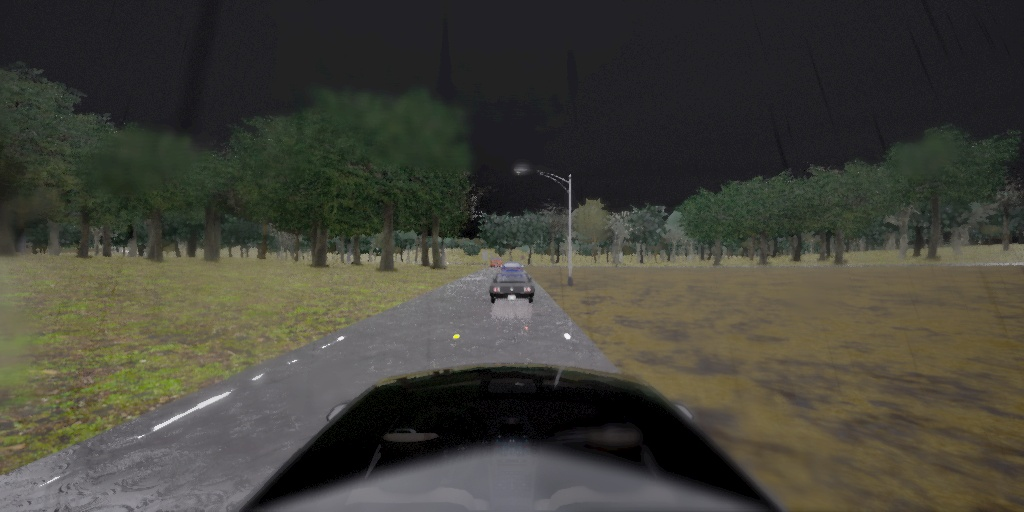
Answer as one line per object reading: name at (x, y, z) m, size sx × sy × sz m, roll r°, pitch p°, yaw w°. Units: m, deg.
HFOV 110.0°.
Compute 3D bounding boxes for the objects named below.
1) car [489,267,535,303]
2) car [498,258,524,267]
car at (0.000, 1.362, 16.532) m, size 1.895 × 1.301 × 4.718 m, roll 0°, pitch 0°, yaw 0°
car at (0.000, 1.228, 31.503) m, size 1.882 × 1.535 × 5.008 m, roll 0°, pitch 0°, yaw 0°
